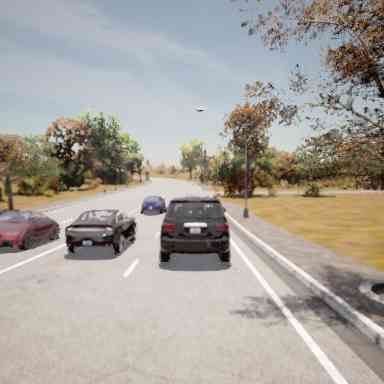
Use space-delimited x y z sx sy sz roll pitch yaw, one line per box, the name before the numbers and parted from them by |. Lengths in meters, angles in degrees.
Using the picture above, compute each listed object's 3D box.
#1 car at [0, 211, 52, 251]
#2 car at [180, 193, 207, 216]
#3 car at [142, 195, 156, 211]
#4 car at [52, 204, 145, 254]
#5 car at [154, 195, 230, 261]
car | -7.102 1.501 13.684 1.994 1.385 4.181 0 0 0
car | 0.094 1.022 28.978 2.128 1.511 4.902 0 3 0
car | -3.406 1.017 29.704 1.812 1.442 4.674 0 3 0
car | -3.404 1.430 13.232 2.128 1.511 4.902 0 0 0
car | 0.096 1.165 12.076 2.150 2.045 5.566 0 0 0
